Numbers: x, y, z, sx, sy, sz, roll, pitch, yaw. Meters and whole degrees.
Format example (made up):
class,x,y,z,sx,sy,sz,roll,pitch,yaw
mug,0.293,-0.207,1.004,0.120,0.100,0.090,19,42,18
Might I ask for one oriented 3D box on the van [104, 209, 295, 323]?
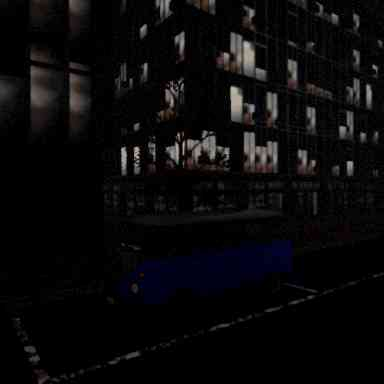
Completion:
class,x,y,z,sx,sy,sz,roll,pitch,yaw
van,0.335,1.286,6.802,3.998,1.788,1.690,-1,1,-36
